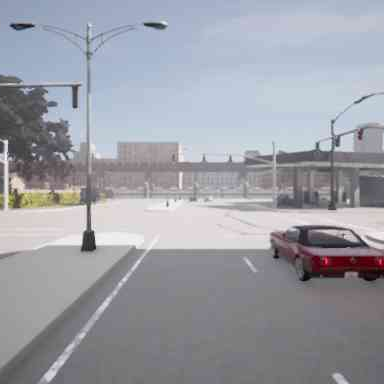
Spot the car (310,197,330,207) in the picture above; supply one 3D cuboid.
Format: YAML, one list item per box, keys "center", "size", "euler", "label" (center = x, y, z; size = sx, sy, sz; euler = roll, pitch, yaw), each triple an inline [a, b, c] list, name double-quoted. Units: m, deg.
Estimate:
- center: [19.139, 1.446, 49.993]
  size: [1.970, 1.475, 3.806]
  euler: [0, 0, 1]
  label: "car"

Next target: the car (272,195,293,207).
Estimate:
- center: [13.391, 1.284, 49.251]
  size: [2.242, 1.667, 4.611]
  euler: [0, 0, 1]
  label: "car"

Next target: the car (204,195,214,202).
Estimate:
- center: [3.772, 1.494, 73.962]
  size: [1.812, 1.442, 4.674]
  euler: [0, 0, 0]
  label: "car"

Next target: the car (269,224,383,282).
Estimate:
- center: [3.620, 1.598, 9.729]
  size: [1.895, 1.301, 4.718]
  euler: [0, 0, 0]
  label: "car"

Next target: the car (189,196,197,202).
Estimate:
- center: [0.272, 1.509, 73.975]
  size: [2.033, 1.411, 5.357]
  euler: [0, 0, 0]
  label: "car"
